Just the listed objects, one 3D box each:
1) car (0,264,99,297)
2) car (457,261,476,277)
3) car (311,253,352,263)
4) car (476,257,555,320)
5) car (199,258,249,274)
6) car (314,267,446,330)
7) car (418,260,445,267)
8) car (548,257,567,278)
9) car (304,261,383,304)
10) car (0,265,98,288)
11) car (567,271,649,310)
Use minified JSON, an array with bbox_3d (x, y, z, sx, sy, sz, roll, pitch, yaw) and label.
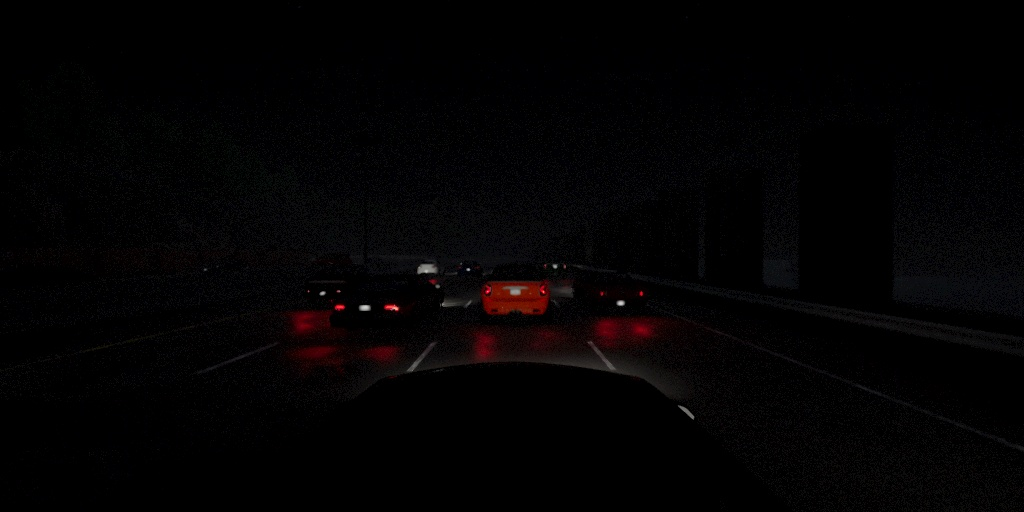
[{"bbox_3d":[-24.599,1.167,17.795,2.033,1.411,5.357,0,0,0],"label":"car"},{"bbox_3d":[-3.625,1.086,31.471,1.994,1.385,4.181,0,0,-1],"label":"car"},{"bbox_3d":[-17.940,0.708,35.825,2.150,2.045,5.566,0,0,-2],"label":"car"},{"bbox_3d":[0.109,1.022,12.334,2.097,1.767,4.553,0,1,0],"label":"car"},{"bbox_3d":[-28.444,0.975,35.611,2.128,1.511,4.902,0,0,-2],"label":"car"},{"bbox_3d":[-3.389,1.227,10.774,2.033,1.411,5.357,0,0,0],"label":"car"},{"bbox_3d":[-7.151,1.043,31.997,1.812,1.442,4.674,0,0,-2],"label":"car"},{"bbox_3d":[3.394,0.882,30.697,2.097,1.767,4.553,0,0,-1],"label":"car"},{"bbox_3d":[-6.891,1.135,15.468,2.128,1.511,4.902,0,0,0],"label":"car"},{"bbox_3d":[-21.087,1.147,15.338,1.837,1.490,4.892,0,0,0],"label":"car"},{"bbox_3d":[3.612,1.258,14.116,1.895,1.301,4.718,0,0,0],"label":"car"}]
